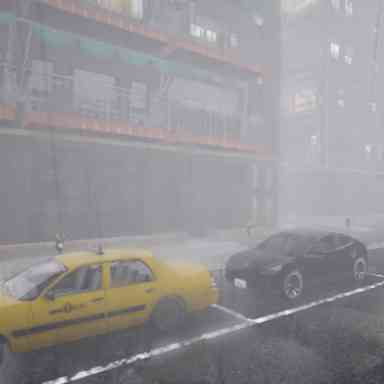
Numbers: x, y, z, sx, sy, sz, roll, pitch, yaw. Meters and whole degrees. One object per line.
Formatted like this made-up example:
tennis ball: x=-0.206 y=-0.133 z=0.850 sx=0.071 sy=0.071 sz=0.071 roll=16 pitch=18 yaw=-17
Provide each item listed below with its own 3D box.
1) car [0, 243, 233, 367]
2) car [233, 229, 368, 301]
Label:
car: x=-1.788 y=1.546 z=5.281 sx=4.829 sy=1.417 sz=1.752 roll=1 pitch=0 yaw=-36
car: x=2.844 y=1.662 z=8.589 sx=4.313 sy=1.339 sz=1.947 roll=1 pitch=0 yaw=-36
